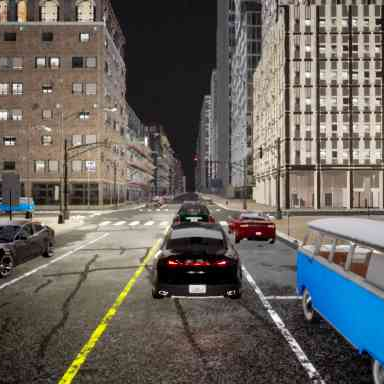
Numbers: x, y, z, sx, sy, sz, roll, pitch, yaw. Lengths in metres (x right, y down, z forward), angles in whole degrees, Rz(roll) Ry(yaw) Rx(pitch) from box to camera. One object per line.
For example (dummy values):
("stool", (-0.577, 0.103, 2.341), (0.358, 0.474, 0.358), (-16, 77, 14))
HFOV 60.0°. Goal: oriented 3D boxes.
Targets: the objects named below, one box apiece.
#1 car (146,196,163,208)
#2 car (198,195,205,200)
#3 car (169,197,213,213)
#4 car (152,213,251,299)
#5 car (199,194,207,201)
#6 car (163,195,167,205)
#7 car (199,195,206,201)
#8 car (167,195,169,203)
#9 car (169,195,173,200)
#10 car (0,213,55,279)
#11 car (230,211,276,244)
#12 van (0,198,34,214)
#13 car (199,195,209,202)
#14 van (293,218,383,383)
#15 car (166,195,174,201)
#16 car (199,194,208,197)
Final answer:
("car", (-5.682, 1.573, 48.150), (1.802, 1.307, 4.206), (1, 0, 0))
("car", (2.699, 1.524, 93.362), (1.802, 1.307, 4.206), (1, 0, 0))
("car", (0.070, 1.352, 17.526), (2.097, 1.767, 4.553), (0, 0, -1))
("car", (0.100, 1.506, 8.433), (1.837, 1.490, 4.892), (0, 0, 0))
("car", (2.702, 1.396, 82.059), (1.967, 1.590, 4.097), (1, 0, 0))
("car", (-5.679, 1.426, 53.803), (1.967, 1.590, 4.097), (1, 0, 0))
("car", (2.700, 1.475, 87.880), (1.752, 1.417, 4.829), (1, 0, 0))
("car", (-5.681, 1.562, 59.454), (1.802, 1.307, 4.206), (1, 0, 0))
("car", (-5.681, 1.519, 70.756), (2.008, 1.369, 4.403), (1, 0, 0))
("car", (-5.683, 1.567, 10.135), (1.947, 1.339, 4.313), (1, 0, 0))
("car", (2.698, 1.545, 15.706), (1.887, 1.381, 4.507), (1, 0, 0))
("van", (-19.737, 1.525, 37.021), (3.998, 1.788, 1.690), (0, 0, 1))
("car", (2.700, 1.513, 76.406), (2.008, 1.369, 4.403), (1, 0, 0))
("van", (2.701, 1.342, 4.553), (1.690, 1.788, 3.998), (1, 0, 0))
("car", (-5.680, 1.475, 87.542), (1.752, 1.417, 4.829), (1, 0, 0))
("car", (2.700, 1.531, 59.453), (2.008, 1.369, 4.403), (1, 0, 0))
